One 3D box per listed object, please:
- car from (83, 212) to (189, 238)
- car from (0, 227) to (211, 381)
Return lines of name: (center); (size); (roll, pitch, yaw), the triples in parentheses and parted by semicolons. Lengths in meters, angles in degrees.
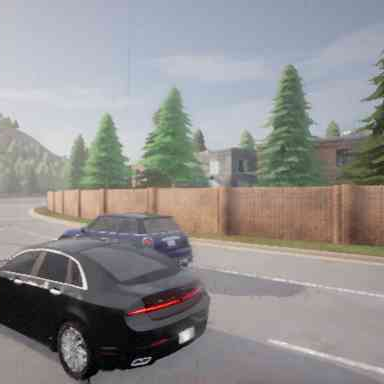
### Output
car: (-2.206, 1.406, 10.265); (4.553, 1.767, 2.097); (0, 0, 39)
car: (-1.984, 1.534, 5.570); (4.892, 1.490, 1.837); (-1, 0, 37)
